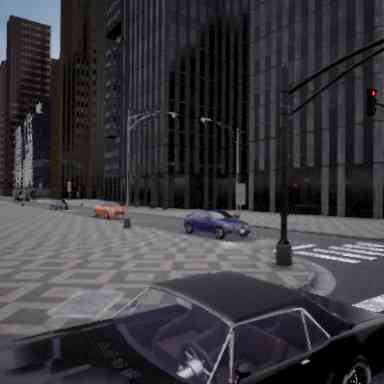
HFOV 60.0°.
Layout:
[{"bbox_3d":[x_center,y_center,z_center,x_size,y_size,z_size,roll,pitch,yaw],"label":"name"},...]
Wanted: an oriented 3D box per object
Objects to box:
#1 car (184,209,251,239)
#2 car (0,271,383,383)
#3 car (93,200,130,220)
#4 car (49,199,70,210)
[{"bbox_3d":[1.261,1.714,18.733,1.812,1.442,4.674,1,-1,-34],"label":"car"},{"bbox_3d":[0.029,1.624,3.276,4.718,1.301,1.895,1,-1,-35],"label":"car"},{"bbox_3d":[-7.569,1.585,31.157,2.097,1.767,4.553,1,-1,-35],"label":"car"},{"bbox_3d":[-18.828,1.822,47.148,1.837,1.490,4.892,1,-1,-35],"label":"car"}]
